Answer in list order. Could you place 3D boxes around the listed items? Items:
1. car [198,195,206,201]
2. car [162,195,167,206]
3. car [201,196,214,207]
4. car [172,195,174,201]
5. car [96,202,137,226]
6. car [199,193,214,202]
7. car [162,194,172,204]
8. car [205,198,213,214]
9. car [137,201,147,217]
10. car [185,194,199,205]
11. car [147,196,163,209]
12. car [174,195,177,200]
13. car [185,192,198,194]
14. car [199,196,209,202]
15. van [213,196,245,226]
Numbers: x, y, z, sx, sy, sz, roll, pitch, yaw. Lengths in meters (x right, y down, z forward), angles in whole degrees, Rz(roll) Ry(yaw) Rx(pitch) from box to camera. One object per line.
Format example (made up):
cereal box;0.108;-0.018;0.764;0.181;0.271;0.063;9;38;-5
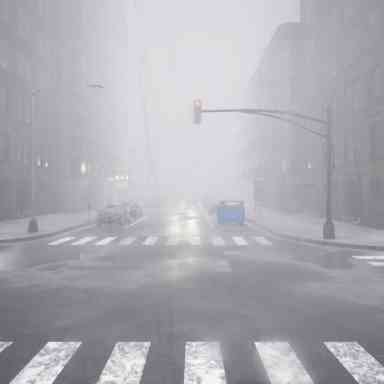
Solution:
car;2.623;1.531;85.691;1.947;1.339;4.313;0;0;0
car;-5.397;1.556;51.596;1.947;1.339;4.313;0;0;0
car;2.629;1.576;45.922;1.802;1.307;4.206;0;0;0
car;-5.400;1.293;68.641;2.192;1.841;5.009;0;0;0
car;-5.392;1.550;23.187;2.008;1.369;4.403;0;0;0
car;2.629;1.305;51.603;2.192;1.841;5.009;0;0;0
car;-5.399;1.548;62.960;1.947;1.339;4.313;0;0;0
car;2.631;1.580;34.559;1.802;1.307;4.206;0;0;0
car;-5.393;1.543;28.868;1.887;1.381;4.507;0;0;0
car;0.093;1.512;57.276;1.812;1.442;4.674;0;0;0
car;-5.396;1.520;45.744;1.752;1.417;4.829;0;0;0
car;-5.401;1.410;80.005;1.967;1.590;4.097;0;0;0
car;0.083;1.331;67.106;2.097;1.767;4.553;0;0;-2
car;2.625;1.524;74.328;2.008;1.369;4.403;0;0;0
van;2.633;1.340;23.197;1.690;1.788;3.998;0;0;0
